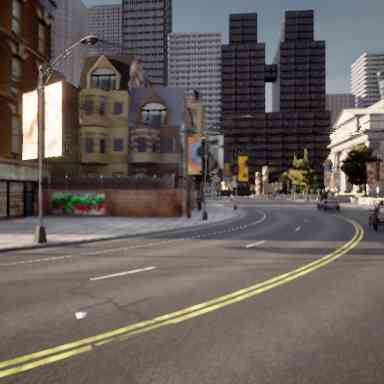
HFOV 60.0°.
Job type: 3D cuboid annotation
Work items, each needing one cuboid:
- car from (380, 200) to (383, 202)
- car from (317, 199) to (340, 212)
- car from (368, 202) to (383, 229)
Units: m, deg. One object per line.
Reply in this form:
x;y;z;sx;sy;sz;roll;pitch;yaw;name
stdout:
19.365;1.369;31.416;2.150;2.045;5.566;0;0;11;car
17.326;1.676;42.439;2.128;1.511;4.902;0;0;7;car
12.722;1.627;21.733;1.812;1.442;4.674;0;0;24;car
